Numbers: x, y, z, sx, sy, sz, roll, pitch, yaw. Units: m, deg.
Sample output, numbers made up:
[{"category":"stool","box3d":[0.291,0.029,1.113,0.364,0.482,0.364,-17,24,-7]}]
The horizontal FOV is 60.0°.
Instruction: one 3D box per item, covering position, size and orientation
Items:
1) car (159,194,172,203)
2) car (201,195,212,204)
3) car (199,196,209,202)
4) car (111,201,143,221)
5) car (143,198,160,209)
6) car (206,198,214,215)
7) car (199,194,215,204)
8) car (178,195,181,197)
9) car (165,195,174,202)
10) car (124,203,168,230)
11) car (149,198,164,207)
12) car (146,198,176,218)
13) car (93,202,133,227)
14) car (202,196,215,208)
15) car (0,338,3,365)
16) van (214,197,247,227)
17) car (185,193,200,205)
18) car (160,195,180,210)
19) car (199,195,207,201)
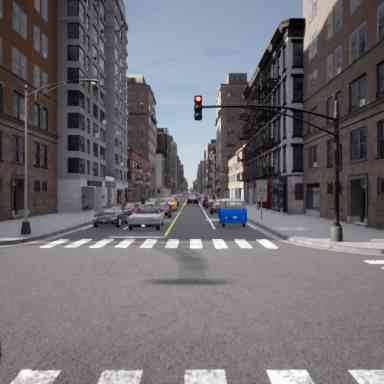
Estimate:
[{"category":"car","box3d":[-5.358,1.292,67.868,2.192,1.841,5.009,0,0,0]},{"category":"car","box3d":[2.665,1.422,62.188,1.967,1.590,4.097,0,0,0]},{"category":"car","box3d":[2.670,1.524,73.550,2.008,1.369,4.403,0,0,0]},{"category":"car","box3d":[-5.376,1.543,28.095,1.887,1.381,4.507,0,0,0]},{"category":"car","box3d":[-5.368,1.519,44.971,1.752,1.417,4.829,0,0,0]},{"category":"car","box3d":[2.652,1.580,33.781,1.802,1.307,4.206,0,0,0]},{"category":"car","box3d":[2.660,1.305,50.825,2.192,1.841,5.009,0,0,0]},{"category":"car","box3d":[-2.788,1.591,50.018,1.895,1.301,4.718,0,0,0]},{"category":"car","box3d":[-5.353,1.409,79.232,1.967,1.590,4.097,0,0,0]},{"category":"car","box3d":[-2.811,1.600,21.121,1.895,1.301,4.718,0,0,-1]},{"category":"car","box3d":[-5.365,1.556,50.823,1.947,1.339,4.313,0,0,0]},{"category":"car","box3d":[-2.833,1.562,30.266,1.994,1.385,4.181,0,0,0]},{"category":"car","box3d":[-5.378,1.549,22.413,2.008,1.369,4.403,0,0,0]},{"category":"car","box3d":[2.657,1.576,45.144,1.802,1.307,4.206,0,0,0]},{"category":"car","box3d":[-3.064,1.601,1.170,1.895,1.301,4.718,0,0,6]},{"category":"van","box3d":[2.647,1.340,22.419,1.690,1.788,3.998,0,0,0]},{"category":"car","box3d":[0.135,1.463,56.841,1.882,1.535,5.008,0,0,0]},{"category":"car","box3d":[-2.826,1.474,39.912,1.882,1.535,5.008,0,0,0]},{"category":"car","box3d":[2.675,1.530,84.913,1.947,1.339,4.313,0,0,0]}]
